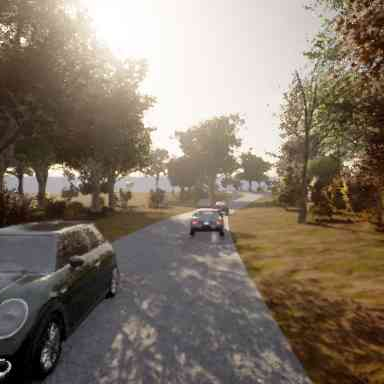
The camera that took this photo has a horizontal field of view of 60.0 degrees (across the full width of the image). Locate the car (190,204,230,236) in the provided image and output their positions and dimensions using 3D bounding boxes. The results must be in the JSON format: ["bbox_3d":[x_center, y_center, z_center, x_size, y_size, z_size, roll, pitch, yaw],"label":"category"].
[{"bbox_3d":[0.926,1.632,19.126,2.033,1.411,5.357,0,-1,5],"label":"car"}]

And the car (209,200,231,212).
[{"bbox_3d":[3.586,1.918,40.669,1.812,1.442,4.674,0,-1,9],"label":"car"}]

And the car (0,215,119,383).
[{"bbox_3d":[-2.702,1.350,5.463,2.097,1.767,4.553,0,0,2],"label":"car"}]

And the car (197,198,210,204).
[{"bbox_3d":[1.834,1.799,47.418,2.097,1.767,4.553,1,0,11],"label":"car"}]
